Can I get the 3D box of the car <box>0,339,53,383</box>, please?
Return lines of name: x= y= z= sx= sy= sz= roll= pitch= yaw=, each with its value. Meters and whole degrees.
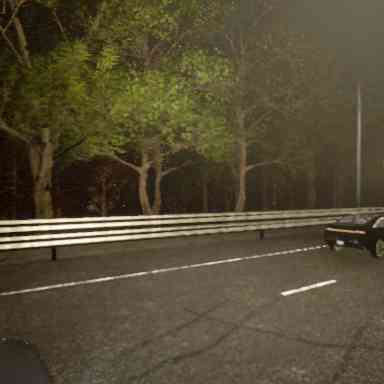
car: x=-3.350 y=1.529 z=1.359 sx=5.357 sy=1.411 sz=2.033 roll=1 pitch=0 yaw=-35

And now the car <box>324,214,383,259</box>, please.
car: x=7.266 y=1.622 z=13.310 sx=4.902 sy=1.511 sz=2.128 roll=1 pitch=0 yaw=-36
